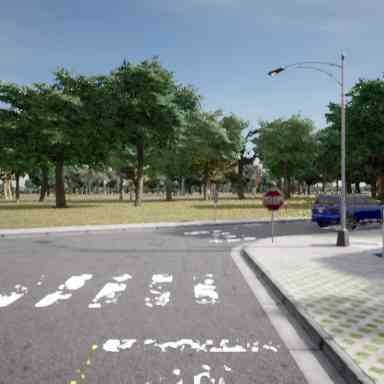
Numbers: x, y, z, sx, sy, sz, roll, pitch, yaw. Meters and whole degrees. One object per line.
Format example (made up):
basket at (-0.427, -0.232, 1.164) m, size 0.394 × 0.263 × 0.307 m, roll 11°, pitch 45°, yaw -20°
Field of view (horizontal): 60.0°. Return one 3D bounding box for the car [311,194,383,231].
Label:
car at (9.753, 1.156, 19.965) m, size 5.566 × 2.045 × 2.150 m, roll 0°, pitch 0°, yaw -23°
